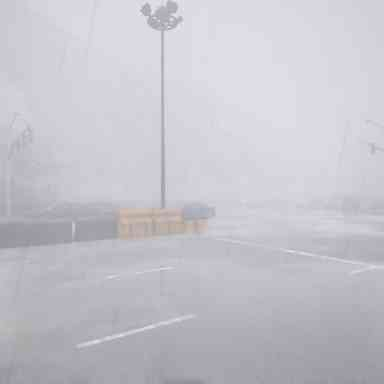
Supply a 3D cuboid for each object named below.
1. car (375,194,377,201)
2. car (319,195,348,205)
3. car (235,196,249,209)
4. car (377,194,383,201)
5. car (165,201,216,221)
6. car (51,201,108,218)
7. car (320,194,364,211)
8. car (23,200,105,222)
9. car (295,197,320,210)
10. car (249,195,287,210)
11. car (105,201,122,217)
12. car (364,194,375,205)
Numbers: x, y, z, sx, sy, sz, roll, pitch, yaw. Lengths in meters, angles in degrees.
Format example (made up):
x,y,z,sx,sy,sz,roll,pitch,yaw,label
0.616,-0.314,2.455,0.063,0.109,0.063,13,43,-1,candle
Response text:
x,y,z,sx,sy,sz,roll,pitch,yaw,label
35.369,1.090,63.638,4.553,1.767,2.097,0,0,-36,car
23.606,1.289,55.311,4.902,1.511,2.128,0,0,-35,car
7.800,1.236,44.018,4.553,1.767,2.097,0,0,-36,car
32.078,1.322,52.754,5.357,1.411,2.033,0,0,-35,car
-0.440,1.439,25.203,5.008,1.535,1.882,0,0,-36,car
-10.420,1.583,30.971,4.718,1.301,1.895,0,0,-36,car
17.048,1.219,37.726,4.553,1.767,2.097,0,0,-36,car
-9.075,1.473,23.324,5.008,1.535,1.882,0,0,-36,car
14.463,1.348,40.179,5.008,1.535,1.882,0,0,-36,car
9.722,1.391,41.089,4.892,1.490,1.837,0,0,-36,car
-8.332,1.488,28.161,4.892,1.490,1.837,0,0,-36,car
26.562,1.144,53.123,4.553,1.767,2.097,0,0,-35,car
